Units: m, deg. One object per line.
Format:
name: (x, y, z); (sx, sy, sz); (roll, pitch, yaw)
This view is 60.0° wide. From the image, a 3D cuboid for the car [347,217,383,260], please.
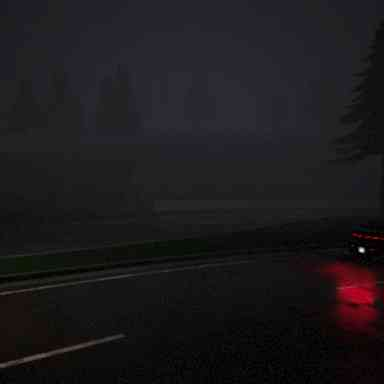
car: (7.615, 1.577, 11.325); (4.892, 1.490, 1.837); (0, 0, -20)
